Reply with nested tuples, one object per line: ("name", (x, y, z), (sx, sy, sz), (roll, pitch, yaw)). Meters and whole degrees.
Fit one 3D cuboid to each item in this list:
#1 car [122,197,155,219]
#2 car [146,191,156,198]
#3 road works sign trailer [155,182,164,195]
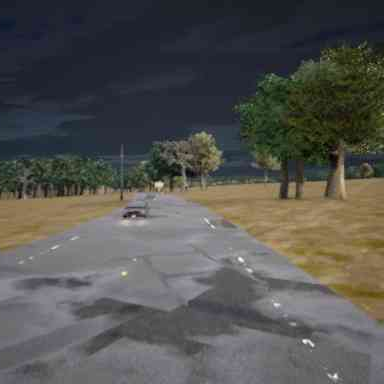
("car", (-4.440, 1.372, 27.144), (2.033, 1.411, 5.357), (0, 1, -3))
("car", (-8.355, 0.645, 67.347), (1.837, 1.490, 4.892), (0, 1, -8))
("road works sign trailer", (-9.288, -0.987, 93.783), (2.380, 3.560, 2.880), (0, 1, -12))
